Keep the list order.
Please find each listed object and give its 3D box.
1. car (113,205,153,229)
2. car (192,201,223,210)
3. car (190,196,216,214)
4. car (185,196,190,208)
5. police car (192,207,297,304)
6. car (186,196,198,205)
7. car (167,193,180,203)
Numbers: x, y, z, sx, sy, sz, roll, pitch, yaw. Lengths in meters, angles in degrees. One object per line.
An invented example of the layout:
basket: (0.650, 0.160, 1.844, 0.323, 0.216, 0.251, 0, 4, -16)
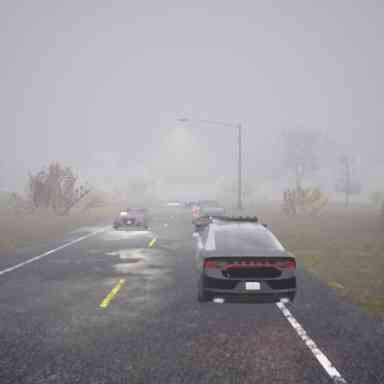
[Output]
car: (-3.595, 1.530, 20.924, 1.994, 1.385, 4.181, 0, 0, 0)
car: (1.053, 1.477, 18.225, 1.837, 1.490, 4.892, 0, 0, 0)
car: (1.055, 1.310, 24.197, 2.097, 1.767, 4.553, 0, 0, 0)
car: (0.039, 1.499, 45.475, 1.895, 1.301, 4.718, 0, 0, 0)
police car: (1.052, 1.415, 8.334, 1.930, 1.638, 5.238, 0, 0, 0)
car: (0.006, 1.398, 58.619, 2.033, 1.411, 5.357, 0, 0, 0)
car: (-3.588, 1.324, 62.924, 2.128, 1.511, 4.902, 0, 0, 0)
